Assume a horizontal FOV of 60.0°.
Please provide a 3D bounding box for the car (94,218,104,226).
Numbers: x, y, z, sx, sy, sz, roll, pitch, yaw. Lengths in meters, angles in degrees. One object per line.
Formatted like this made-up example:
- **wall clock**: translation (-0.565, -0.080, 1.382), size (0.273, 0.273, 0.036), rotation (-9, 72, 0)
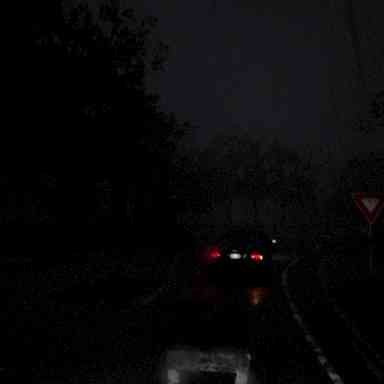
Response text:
- **car**: translation (-11.525, 4.169, 47.578), size (4.892, 1.490, 1.837), rotation (-1, -5, 13)

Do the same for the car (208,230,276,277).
- **car**: translation (1.977, 2.075, 12.115), size (2.033, 1.411, 5.357), rotation (-1, -4, 16)
